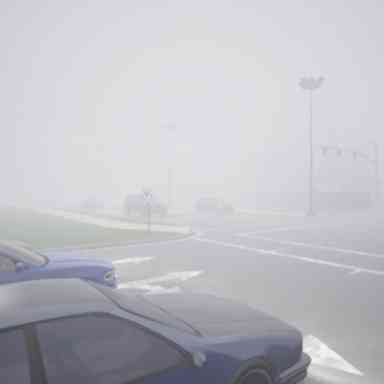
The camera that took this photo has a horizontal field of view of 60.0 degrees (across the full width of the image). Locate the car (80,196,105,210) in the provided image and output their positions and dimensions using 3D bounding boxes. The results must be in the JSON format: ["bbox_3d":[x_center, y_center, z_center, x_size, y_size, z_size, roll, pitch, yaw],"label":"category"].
[{"bbox_3d":[-12.637,1.462,41.902,2.128,1.511,4.902,0,0,-36],"label":"car"}]

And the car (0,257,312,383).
[{"bbox_3d":[-1.310,1.547,2.827,5.357,1.411,2.033,0,0,-35],"label":"car"}]

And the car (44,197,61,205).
[{"bbox_3d":[-24.612,1.543,58.623,1.994,1.385,4.181,0,0,-36],"label":"car"}]

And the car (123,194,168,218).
[{"bbox_3d":[-4.405,1.195,30.619,2.150,2.045,5.566,0,0,-36],"label":"car"}]

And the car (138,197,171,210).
[{"bbox_3d":[-4.977,1.453,43.278,2.128,1.511,4.902,0,0,-36],"label":"car"}]

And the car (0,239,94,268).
[{"bbox_3d":[-3.704,1.478,5.423,5.008,1.535,1.882,0,0,-35],"label":"car"}]

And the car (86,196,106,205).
[{"bbox_3d":[-17.618,1.508,60.858,2.033,1.411,5.357,0,0,-35],"label":"car"}]

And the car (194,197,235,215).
[{"bbox_3d":[2.191,1.312,33.461,2.097,1.767,4.553,0,0,-36],"label":"car"}]

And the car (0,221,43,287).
[{"bbox_3d":[-6.068,1.565,8.036,4.181,1.385,1.994,0,0,-35],"label":"car"}]
